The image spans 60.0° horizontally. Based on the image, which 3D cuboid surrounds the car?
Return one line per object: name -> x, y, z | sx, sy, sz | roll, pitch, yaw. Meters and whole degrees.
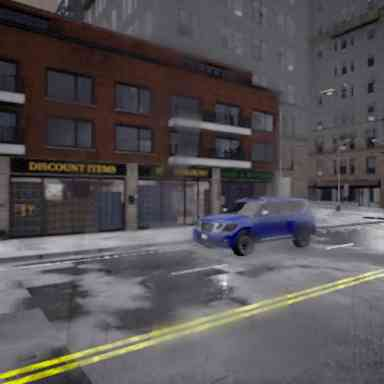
car -> 2.707, 1.248, 13.469 | 5.566, 2.045, 2.150 | 0, 0, -35
